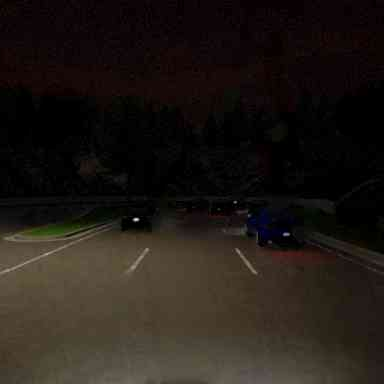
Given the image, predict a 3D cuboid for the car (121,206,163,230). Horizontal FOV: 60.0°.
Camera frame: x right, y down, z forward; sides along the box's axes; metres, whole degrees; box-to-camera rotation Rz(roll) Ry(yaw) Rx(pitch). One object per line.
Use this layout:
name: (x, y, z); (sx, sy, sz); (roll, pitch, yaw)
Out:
car: (-3.043, 1.564, 21.000); (1.994, 1.385, 4.181); (0, 0, 4)

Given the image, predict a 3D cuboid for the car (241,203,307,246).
car: (3.671, 1.477, 15.247); (1.882, 1.535, 5.008); (0, 0, 1)

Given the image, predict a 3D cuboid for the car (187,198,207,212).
car: (0.852, 1.478, 38.228); (1.882, 1.535, 5.008); (0, 0, 16)

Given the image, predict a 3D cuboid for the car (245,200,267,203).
car: (6.867, 1.526, 33.871); (1.812, 1.442, 4.674); (0, 0, 16)

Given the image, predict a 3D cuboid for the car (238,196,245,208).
car: (5.930, 1.352, 43.840); (2.097, 1.767, 4.553); (0, 0, 13)

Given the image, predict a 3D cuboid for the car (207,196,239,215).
car: (3.231, 1.478, 33.724); (1.882, 1.535, 5.008); (0, 0, 16)
